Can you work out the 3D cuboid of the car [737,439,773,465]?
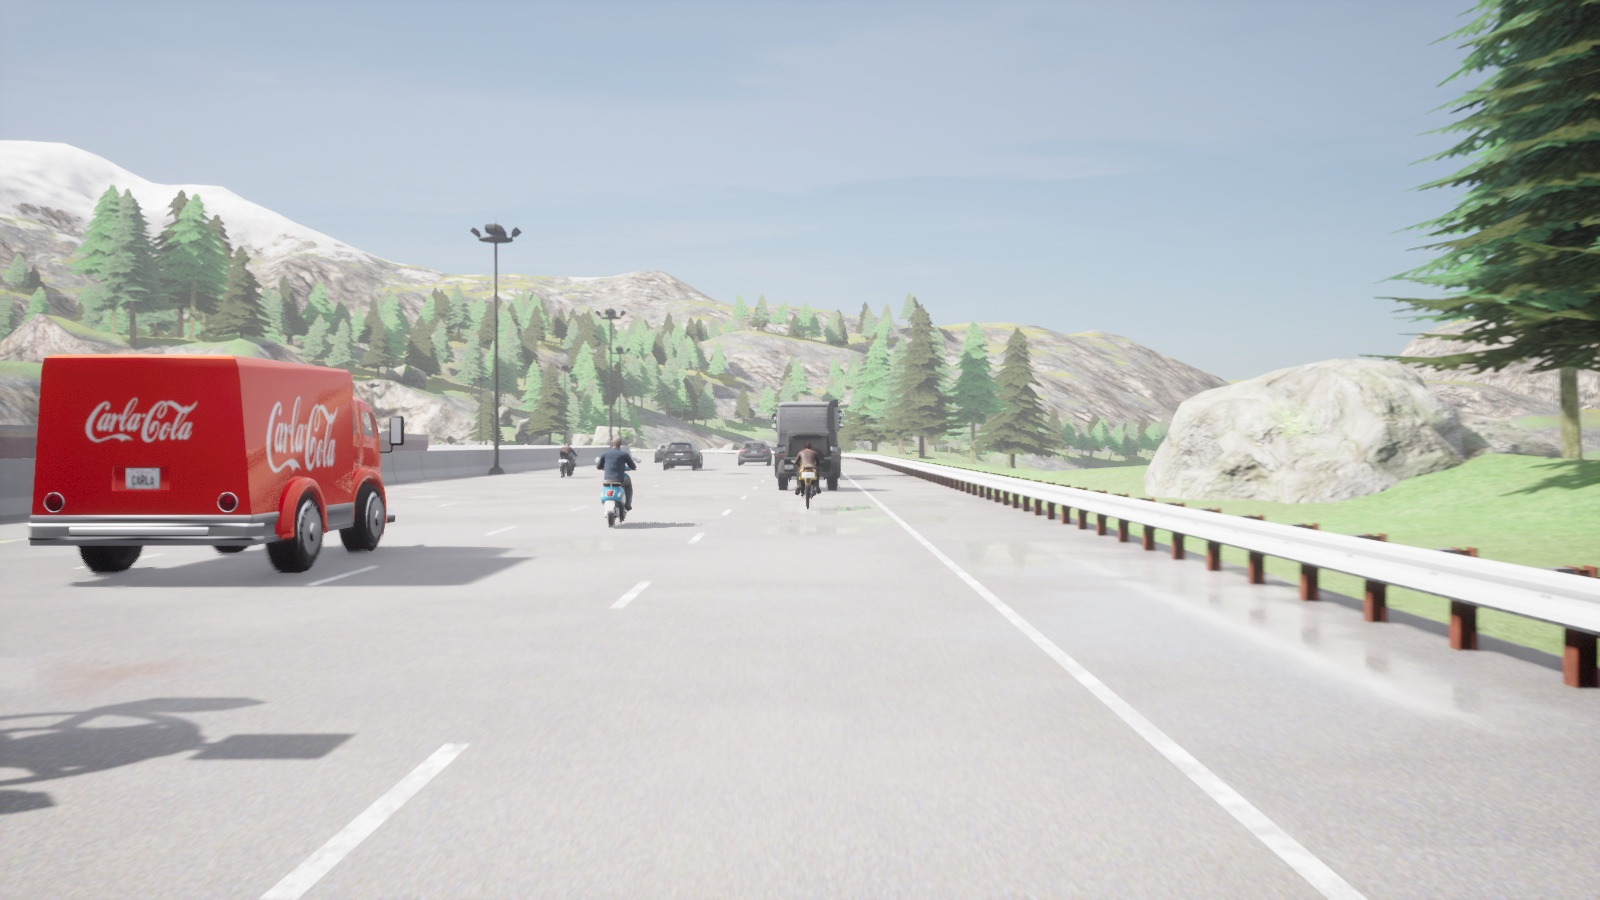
[{"bbox_3d":[-2.998,0.116,84.711,2.242,1.667,4.611,0,0,0],"label":"car"}]

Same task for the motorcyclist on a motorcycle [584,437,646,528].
[{"bbox_3d":[-3.353,0.569,22.937,0.866,1.590,1.817,0,0,0],"label":"motorcyclist on a motorcycle"}]

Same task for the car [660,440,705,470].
[{"bbox_3d":[-6.579,0.276,70.811,2.033,1.649,4.856,0,0,0],"label":"car"}]

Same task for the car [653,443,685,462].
[{"bbox_3d":[-9.937,0.172,95.414,1.970,1.475,3.806,0,0,0],"label":"car"}]

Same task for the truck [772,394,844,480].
[{"bbox_3d":[0.327,-0.538,54.408,2.891,3.462,7.936,0,0,0],"label":"truck"}]

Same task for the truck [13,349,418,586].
[{"bbox_3d":[-6.895,0.167,15.718,2.627,2.467,5.204,0,0,0],"label":"truck"}]

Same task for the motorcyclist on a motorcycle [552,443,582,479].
[{"bbox_3d":[-10.169,0.467,54.895,0.866,1.530,2.191,0,0,0],"label":"motorcyclist on a motorcycle"}]

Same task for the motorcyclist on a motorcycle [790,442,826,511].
[{"bbox_3d":[0.180,0.569,28.685,0.797,1.523,2.044,0,0,0],"label":"motorcyclist on a motorcycle"}]

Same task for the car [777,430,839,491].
[{"bbox_3d":[0.248,0.317,40.411,1.905,1.878,3.866,0,0,0],"label":"car"}]
